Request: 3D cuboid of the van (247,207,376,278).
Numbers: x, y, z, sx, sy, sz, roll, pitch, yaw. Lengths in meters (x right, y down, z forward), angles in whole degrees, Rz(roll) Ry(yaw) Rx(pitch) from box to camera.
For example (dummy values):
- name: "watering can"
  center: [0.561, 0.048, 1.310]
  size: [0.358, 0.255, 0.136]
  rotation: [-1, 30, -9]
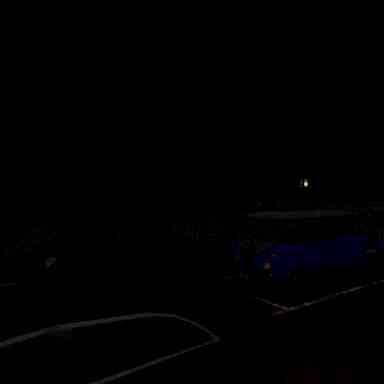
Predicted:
- name: "van"
  center: [2.890, 1.381, 8.710]
  size: [3.998, 1.788, 1.690]
  rotation: [0, 0, -35]

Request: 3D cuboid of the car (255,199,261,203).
- name: "car"
  center: [14.606, 2.077, 80.989]
  size: [1.895, 1.301, 4.718]
  rotation: [0, 0, -36]

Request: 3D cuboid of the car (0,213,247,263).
- name: "car"
  center: [-1.733, 1.324, 5.413]
  size: [5.009, 1.841, 2.192]
  rotation: [0, 0, -35]

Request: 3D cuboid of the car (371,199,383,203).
- name: "car"
  center: [32.590, 1.939, 55.996]
  size: [1.812, 1.442, 4.674]
  rotation: [0, 1, -36]

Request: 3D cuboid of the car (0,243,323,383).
- name: "car"
  center: [-1.399, 1.492, 2.379]
  size: [4.902, 1.511, 2.128]
  rotation: [0, 0, -36]

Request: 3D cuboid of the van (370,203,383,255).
- name: "van"
  center: [7.511, 1.412, 12.007]
  size: [3.998, 1.788, 1.690]
  rotation: [0, 0, -35]
